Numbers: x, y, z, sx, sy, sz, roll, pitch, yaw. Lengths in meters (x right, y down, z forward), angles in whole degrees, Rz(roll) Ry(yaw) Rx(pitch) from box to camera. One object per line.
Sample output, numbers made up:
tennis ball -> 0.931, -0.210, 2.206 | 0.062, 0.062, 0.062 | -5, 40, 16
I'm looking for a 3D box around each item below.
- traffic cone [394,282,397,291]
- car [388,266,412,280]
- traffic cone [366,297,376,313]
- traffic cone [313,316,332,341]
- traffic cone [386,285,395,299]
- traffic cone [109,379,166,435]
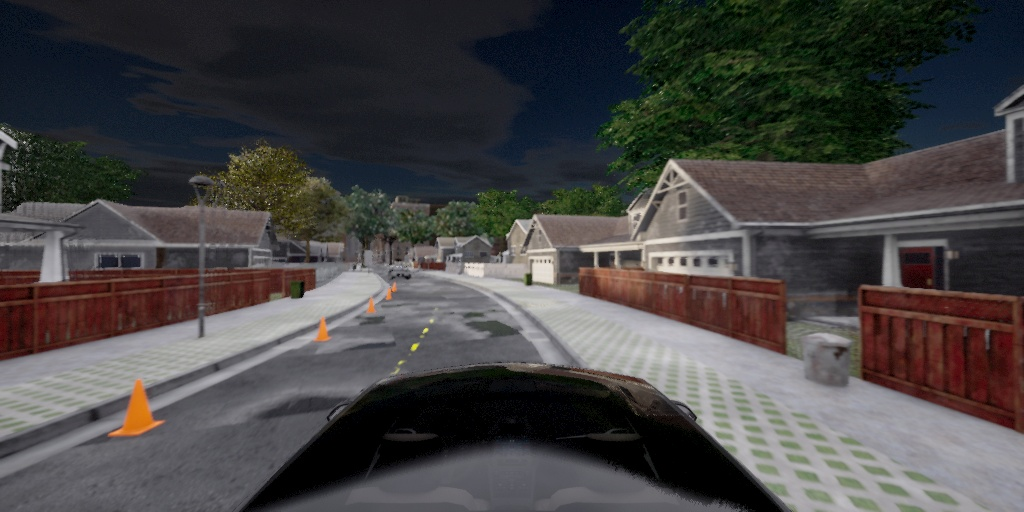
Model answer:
traffic cone -> -7.637, 1.995, 23.339 | 0.340, 0.580, 0.340 | 0, 0, -17
car -> -11.856, 1.785, 37.513 | 1.994, 1.385, 4.181 | 0, -1, -23
traffic cone -> -5.451, 1.877, 13.902 | 0.340, 0.580, 0.340 | 0, 0, -9
traffic cone -> -4.800, 1.818, 9.101 | 0.340, 0.580, 0.340 | 0, 0, -6
traffic cone -> -6.398, 1.936, 18.655 | 0.340, 0.580, 0.340 | 0, 0, -13
traffic cone -> -4.448, 1.761, 4.268 | 0.340, 0.580, 0.340 | 0, 0, -2
